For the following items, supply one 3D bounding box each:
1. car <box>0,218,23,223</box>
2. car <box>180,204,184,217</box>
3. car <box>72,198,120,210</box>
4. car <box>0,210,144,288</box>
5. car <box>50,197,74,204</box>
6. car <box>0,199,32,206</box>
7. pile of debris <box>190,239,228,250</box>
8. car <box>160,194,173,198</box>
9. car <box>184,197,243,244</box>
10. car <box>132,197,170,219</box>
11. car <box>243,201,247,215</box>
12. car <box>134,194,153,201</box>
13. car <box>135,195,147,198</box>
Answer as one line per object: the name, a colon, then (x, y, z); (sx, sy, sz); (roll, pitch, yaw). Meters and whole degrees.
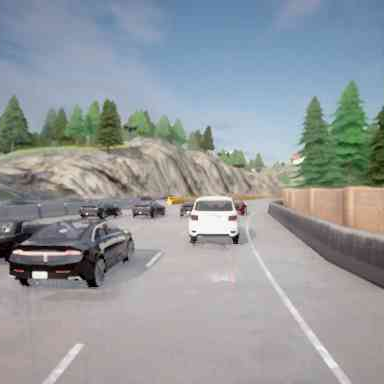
car: (-6.289, 1.588, 11.868); (1.895, 1.301, 4.718); (0, 0, 5)
car: (0.219, 1.513, 31.037); (1.837, 1.490, 4.892); (0, 0, 12)
car: (-7.585, 1.479, 27.833); (2.128, 1.511, 4.902); (0, 0, 11)
car: (-2.964, 1.486, 9.230); (2.128, 1.511, 4.902); (0, 0, 4)
car: (-15.471, 1.449, 41.289); (1.882, 1.535, 5.008); (0, 0, 15)
car: (-20.176, 1.506, 37.039); (2.033, 1.411, 5.357); (0, 0, 13)
pile of debris: (0.762, 2.181, 13.909); (1.500, 0.140, 1.860); (0, 0, 6)
car: (-5.972, 1.349, 75.873); (1.837, 1.490, 4.892); (0, 0, 26)
car: (1.184, 1.229, 16.173); (2.150, 2.045, 5.566); (0, 0, 7)
car: (-3.711, 1.489, 29.409); (2.128, 1.511, 4.902); (0, 0, 11)
car: (4.558, 1.498, 34.178); (1.882, 1.535, 5.008); (0, 0, 14)
car: (-11.698, 1.285, 80.088); (2.128, 1.511, 4.902); (0, 0, 26)
car: (-11.247, 1.511, 73.052); (2.128, 1.511, 4.902); (0, 0, 25)
